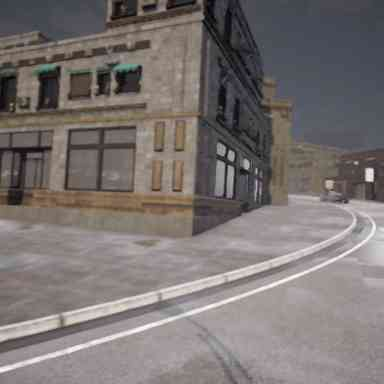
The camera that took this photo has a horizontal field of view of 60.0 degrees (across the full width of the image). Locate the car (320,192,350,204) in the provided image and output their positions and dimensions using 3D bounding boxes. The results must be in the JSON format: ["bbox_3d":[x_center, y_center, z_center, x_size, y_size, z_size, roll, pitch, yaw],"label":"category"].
[{"bbox_3d":[18.033,0.678,42.251,2.033,1.411,5.357,3,2,0],"label":"car"}]
